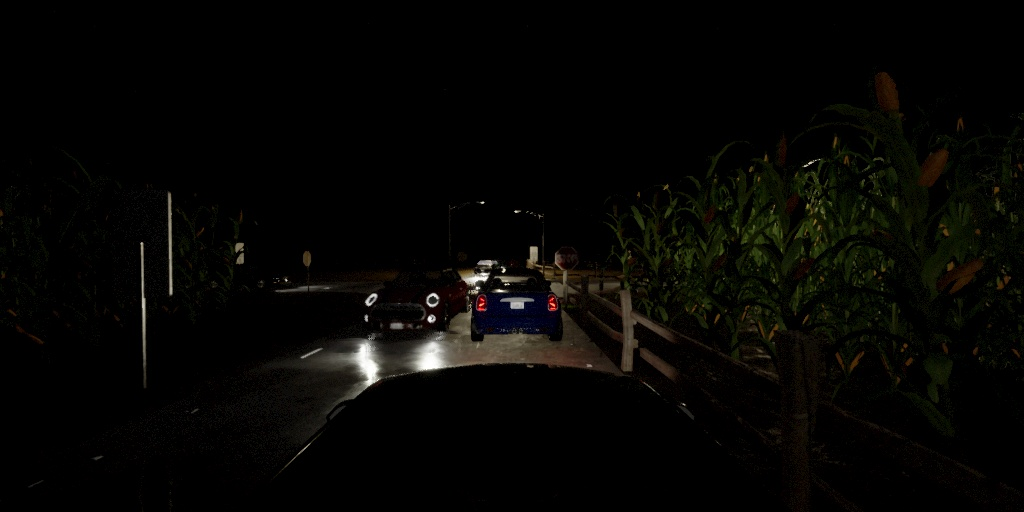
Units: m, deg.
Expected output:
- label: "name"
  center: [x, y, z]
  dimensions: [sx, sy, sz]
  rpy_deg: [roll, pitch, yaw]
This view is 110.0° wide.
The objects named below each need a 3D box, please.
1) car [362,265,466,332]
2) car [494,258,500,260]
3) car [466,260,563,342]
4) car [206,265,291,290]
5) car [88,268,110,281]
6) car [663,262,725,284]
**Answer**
- label: "car"
  center: [-2.654, 1.097, 10.885]
  dimensions: [2.097, 1.767, 4.553]
  rpy_deg: [0, 0, 3]
- label: "car"
  center: [-2.813, 1.211, 38.131]
  dimensions: [2.128, 1.511, 4.902]
  rpy_deg: [0, 0, 2]
- label: "car"
  center: [0.058, 1.098, 9.972]
  dimensions: [2.097, 1.767, 4.553]
  rpy_deg: [0, 0, -2]
- label: "car"
  center: [-16.559, 1.289, 22.466]
  dimensions: [4.892, 1.490, 1.837]
  rpy_deg: [0, 1, 0]
- label: "car"
  center: [-25.614, 1.370, 22.499]
  dimensions: [4.181, 1.385, 1.994]
  rpy_deg: [0, 1, 1]
- label: "car"
  center: [12.824, 1.187, 25.334]
  dimensions: [5.008, 1.535, 1.882]
  rpy_deg: [0, 1, -2]
